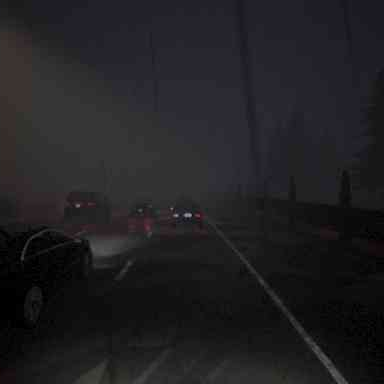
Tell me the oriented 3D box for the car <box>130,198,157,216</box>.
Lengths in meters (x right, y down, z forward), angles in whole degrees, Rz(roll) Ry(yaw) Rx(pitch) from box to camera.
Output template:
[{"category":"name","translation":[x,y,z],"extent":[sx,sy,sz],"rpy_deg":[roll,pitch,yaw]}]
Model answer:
[{"category":"car","translation":[-4.022,1.210,27.818],"extent":[1.812,1.442,4.674],"rpy_deg":[0,1,-1]}]

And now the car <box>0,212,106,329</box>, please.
[{"category":"car","translation":[-3.481,1.414,6.750],"extent":[2.128,1.511,4.902],"rpy_deg":[0,1,-1]}]

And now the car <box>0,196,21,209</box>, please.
[{"category":"car","translation":[-21.967,1.165,38.557],"extent":[1.895,1.301,4.718],"rpy_deg":[0,1,-1]}]

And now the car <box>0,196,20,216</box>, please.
[{"category":"car","translation":[-14.630,1.080,23.910],"extent":[2.097,1.767,4.553],"rpy_deg":[0,1,-1]}]

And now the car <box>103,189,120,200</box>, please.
[{"category":"car","translation":[-15.469,0.498,64.125],"extent":[2.150,2.045,5.566],"rpy_deg":[0,1,-1]}]

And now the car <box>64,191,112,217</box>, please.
[{"category":"car","translation":[-7.435,0.948,24.167],"extent":[2.150,2.045,5.566],"rpy_deg":[0,1,-1]}]

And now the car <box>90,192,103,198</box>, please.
[{"category":"car","translation":[-22.820,0.638,79.639],"extent":[1.994,1.385,4.181],"rpy_deg":[0,1,-1]}]

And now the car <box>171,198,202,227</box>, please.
[{"category":"car","translation":[-0.349,1.310,20.877],"extent":[2.033,1.411,5.357],"rpy_deg":[0,1,-2]}]

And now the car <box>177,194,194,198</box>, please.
[{"category":"car","translation":[-0.798,1.028,39.723],"extent":[1.882,1.535,5.008],"rpy_deg":[0,1,-1]}]

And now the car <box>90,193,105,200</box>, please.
[{"category":"car","translation":[-19.030,0.837,67.066],"extent":[1.895,1.301,4.718],"rpy_deg":[0,1,-1]}]
